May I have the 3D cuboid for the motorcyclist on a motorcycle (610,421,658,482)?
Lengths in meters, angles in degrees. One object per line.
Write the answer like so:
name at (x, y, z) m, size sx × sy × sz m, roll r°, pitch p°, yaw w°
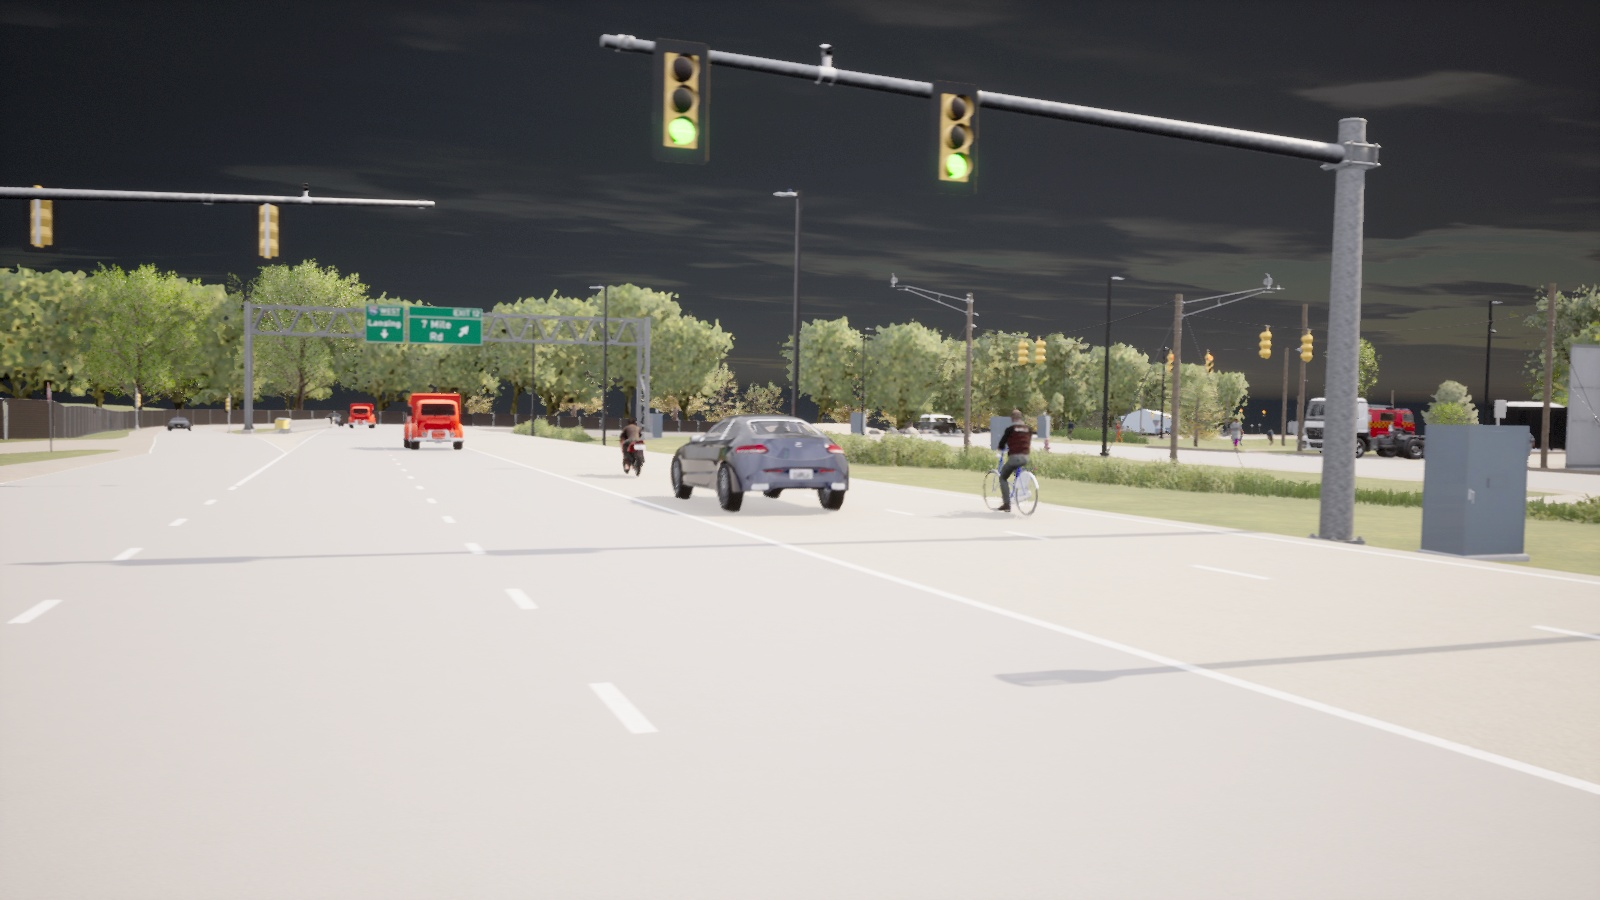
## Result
motorcyclist on a motorcycle at (-4.380, 0.015, 33.015) m, size 0.797 × 1.523 × 2.044 m, roll -1°, pitch 2°, yaw -20°

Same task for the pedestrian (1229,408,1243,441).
pedestrian at (26.094, -1.540, 75.160) m, size 0.659 × 1.952 × 0.873 m, roll 1°, pitch 3°, yaw 25°

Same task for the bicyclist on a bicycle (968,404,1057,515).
bicyclist on a bicycle at (3.557, 0.127, 21.152) m, size 0.659 × 1.776 × 1.843 m, roll -1°, pitch 2°, yaw -20°

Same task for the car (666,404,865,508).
car at (-0.782, 0.035, 22.900) m, size 2.152 × 1.651 × 5.027 m, roll -1°, pitch 2°, yaw -20°

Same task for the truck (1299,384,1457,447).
truck at (32.677, -1.973, 71.049) m, size 7.936 × 3.462 × 2.891 m, roll 0°, pitch 2°, yaw -14°

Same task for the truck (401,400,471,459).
truck at (-16.213, -0.919, 55.790) m, size 2.627 × 2.467 × 5.204 m, roll -1°, pitch 2°, yaw -20°
